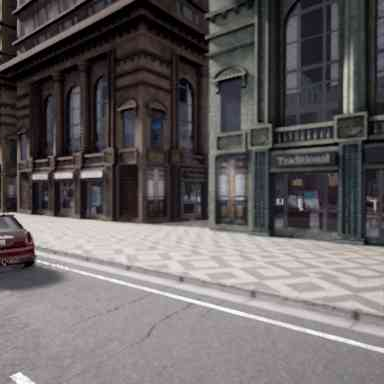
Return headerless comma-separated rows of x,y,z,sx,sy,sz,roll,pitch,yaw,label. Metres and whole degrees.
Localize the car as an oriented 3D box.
-6.720,1.365,10.087,4.553,1.767,2.097,0,0,39,car
